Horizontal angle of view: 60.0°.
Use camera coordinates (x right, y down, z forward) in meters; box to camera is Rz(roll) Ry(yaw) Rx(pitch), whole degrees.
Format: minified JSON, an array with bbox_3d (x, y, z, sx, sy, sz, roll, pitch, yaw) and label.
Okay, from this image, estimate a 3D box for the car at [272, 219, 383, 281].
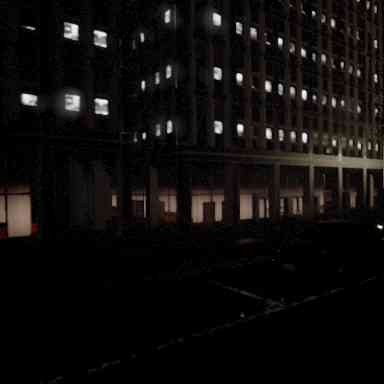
[{"bbox_3d":[4.215,1.491,9.588,4.313,1.339,1.947,-1,0,-36],"label":"car"}]
